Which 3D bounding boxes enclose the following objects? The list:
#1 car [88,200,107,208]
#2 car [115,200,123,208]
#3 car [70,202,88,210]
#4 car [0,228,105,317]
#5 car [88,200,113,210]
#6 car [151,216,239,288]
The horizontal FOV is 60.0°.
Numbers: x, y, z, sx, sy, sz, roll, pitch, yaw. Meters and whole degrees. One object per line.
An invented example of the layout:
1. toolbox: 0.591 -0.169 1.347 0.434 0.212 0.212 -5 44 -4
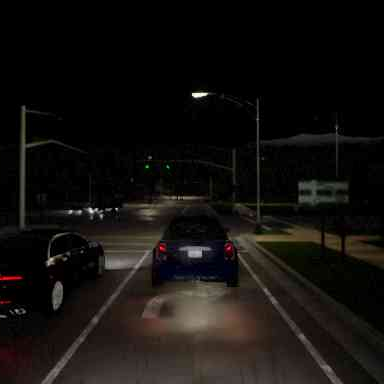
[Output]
1. car: -17.790 2.241 62.912 2.128 1.511 4.902 0 -1 1
2. car: -14.305 2.251 62.635 1.837 1.490 4.892 0 -1 1
3. car: -17.992 2.243 53.831 1.895 1.301 4.718 0 -1 1
4. car: -3.421 1.597 7.642 1.837 1.490 4.892 0 -1 0
5. car: -14.501 2.140 53.260 1.837 1.490 4.892 0 -1 1
6. car: 0.085 1.469 9.749 2.097 1.767 4.553 0 -1 0
